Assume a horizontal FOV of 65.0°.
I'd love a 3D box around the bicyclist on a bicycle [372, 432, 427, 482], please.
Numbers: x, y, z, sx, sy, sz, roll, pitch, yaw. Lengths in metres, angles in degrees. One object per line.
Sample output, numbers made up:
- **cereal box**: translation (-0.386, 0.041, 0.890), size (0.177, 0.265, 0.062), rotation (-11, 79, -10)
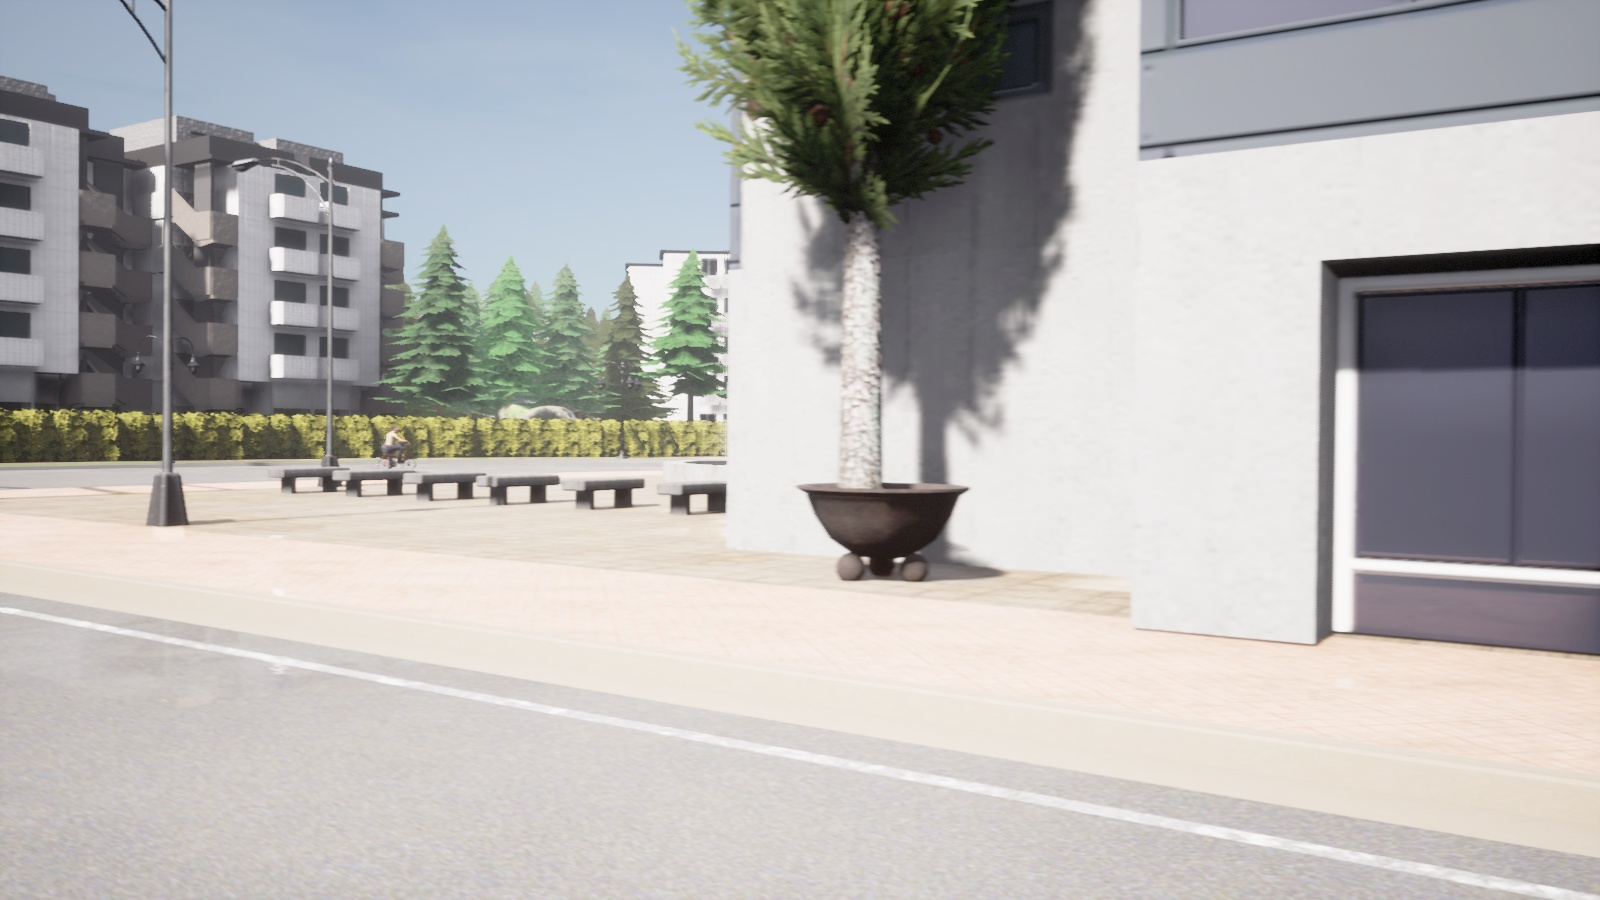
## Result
- **bicyclist on a bicycle**: translation (-13.379, 0.218, 41.976), size (0.866, 1.612, 1.509), rotation (1, 1, 37)
